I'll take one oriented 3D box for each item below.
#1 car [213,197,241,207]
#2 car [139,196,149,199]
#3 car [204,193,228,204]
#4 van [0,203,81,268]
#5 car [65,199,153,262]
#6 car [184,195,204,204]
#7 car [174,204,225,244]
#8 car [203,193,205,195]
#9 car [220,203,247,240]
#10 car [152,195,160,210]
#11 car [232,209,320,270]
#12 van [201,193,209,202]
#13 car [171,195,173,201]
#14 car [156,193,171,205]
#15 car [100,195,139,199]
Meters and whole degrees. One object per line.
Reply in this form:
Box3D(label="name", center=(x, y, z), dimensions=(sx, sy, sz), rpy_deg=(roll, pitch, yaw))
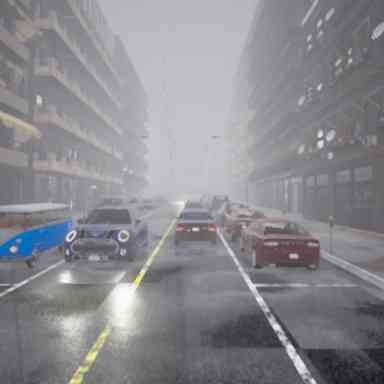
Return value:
Box3D(label="car", center=(2.663, 1.352, 21.783), dimensions=(1.967, 1.590, 4.097), rpy_deg=(1, 0, 0))
Box3D(label="car", center=(-5.203, 1.203, 27.398), dimensions=(2.192, 1.841, 5.009), rpy_deg=(1, 0, 0))
Box3D(label="car", center=(2.661, 1.189, 32.844), dimensions=(2.192, 1.841, 5.009), rpy_deg=(1, 0, 0))
Box3D(label="van", center=(-5.259, 1.290, 10.808), dimensions=(1.690, 1.788, 3.998), rpy_deg=(1, 0, 0))
Box3D(label="car", center=(-2.809, 1.298, 11.792), dimensions=(2.097, 1.767, 4.553), rpy_deg=(0, 0, 0))
Box3D(label="car", center=(0.208, 1.364, 33.044), dimensions=(2.128, 1.511, 4.902), rpy_deg=(0, 0, 0))
Box3D(label="car", center=(0.147, 1.481, 15.300), dimensions=(2.033, 1.411, 5.357), rpy_deg=(0, 0, 0))
Box3D(label="car", center=(2.694, 1.285, 43.907), dimensions=(1.967, 1.590, 4.097), rpy_deg=(1, 0, 0))
Box3D(label="car", center=(2.635, 1.477, 16.251), dimensions=(1.887, 1.381, 4.507), rpy_deg=(1, 0, 0))
Box3D(label="car", center=(-5.173, 1.420, 38.462), dimensions=(1.947, 1.339, 4.313), rpy_deg=(1, 0, 0))
Box3D(label="car", center=(2.616, 1.498, 10.721), dimensions=(1.887, 1.381, 4.507), rpy_deg=(1, 0, 0))
Box3D(label="van", center=(2.787, 1.145, 71.564), dimensions=(1.690, 1.788, 3.998), rpy_deg=(1, 0, 0))
Box3D(label="car", center=(-5.100, 1.355, 60.583), dimensions=(1.887, 1.381, 4.507), rpy_deg=(1, 0, 0))
Box3D(label="car", center=(-5.113, 1.133, 55.051), dimensions=(2.192, 1.841, 5.009), rpy_deg=(1, 0, 0))
Box3D(label="car", center=(-5.222, 1.223, 21.869), dimensions=(2.192, 1.841, 5.009), rpy_deg=(1, 0, 0))
